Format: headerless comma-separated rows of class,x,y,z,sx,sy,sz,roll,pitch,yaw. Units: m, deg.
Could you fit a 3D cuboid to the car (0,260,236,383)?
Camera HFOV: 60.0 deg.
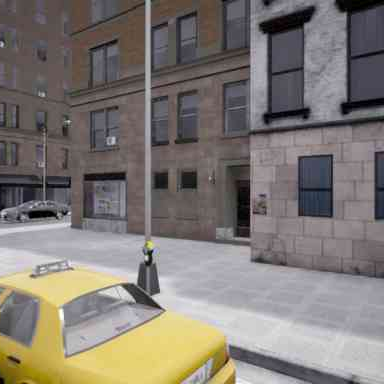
car,-1.871,1.525,4.081,4.829,1.417,1.752,0,0,34

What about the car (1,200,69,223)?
car,-11.704,1.402,25.034,2.128,1.511,4.902,0,0,32
